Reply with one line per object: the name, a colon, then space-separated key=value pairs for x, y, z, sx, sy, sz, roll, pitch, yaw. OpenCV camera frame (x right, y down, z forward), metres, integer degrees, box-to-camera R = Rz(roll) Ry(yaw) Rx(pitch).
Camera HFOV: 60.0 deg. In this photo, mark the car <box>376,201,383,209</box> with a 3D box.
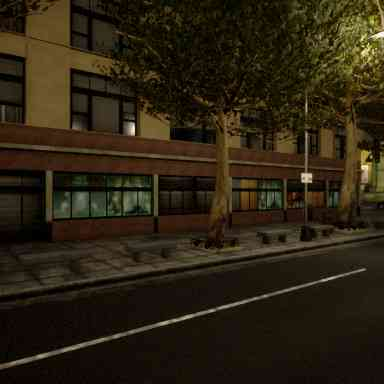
car: x=26.645 y=1.504 z=43.301 sx=1.837 sy=1.490 sz=4.892 roll=0 pitch=0 yaw=-36
